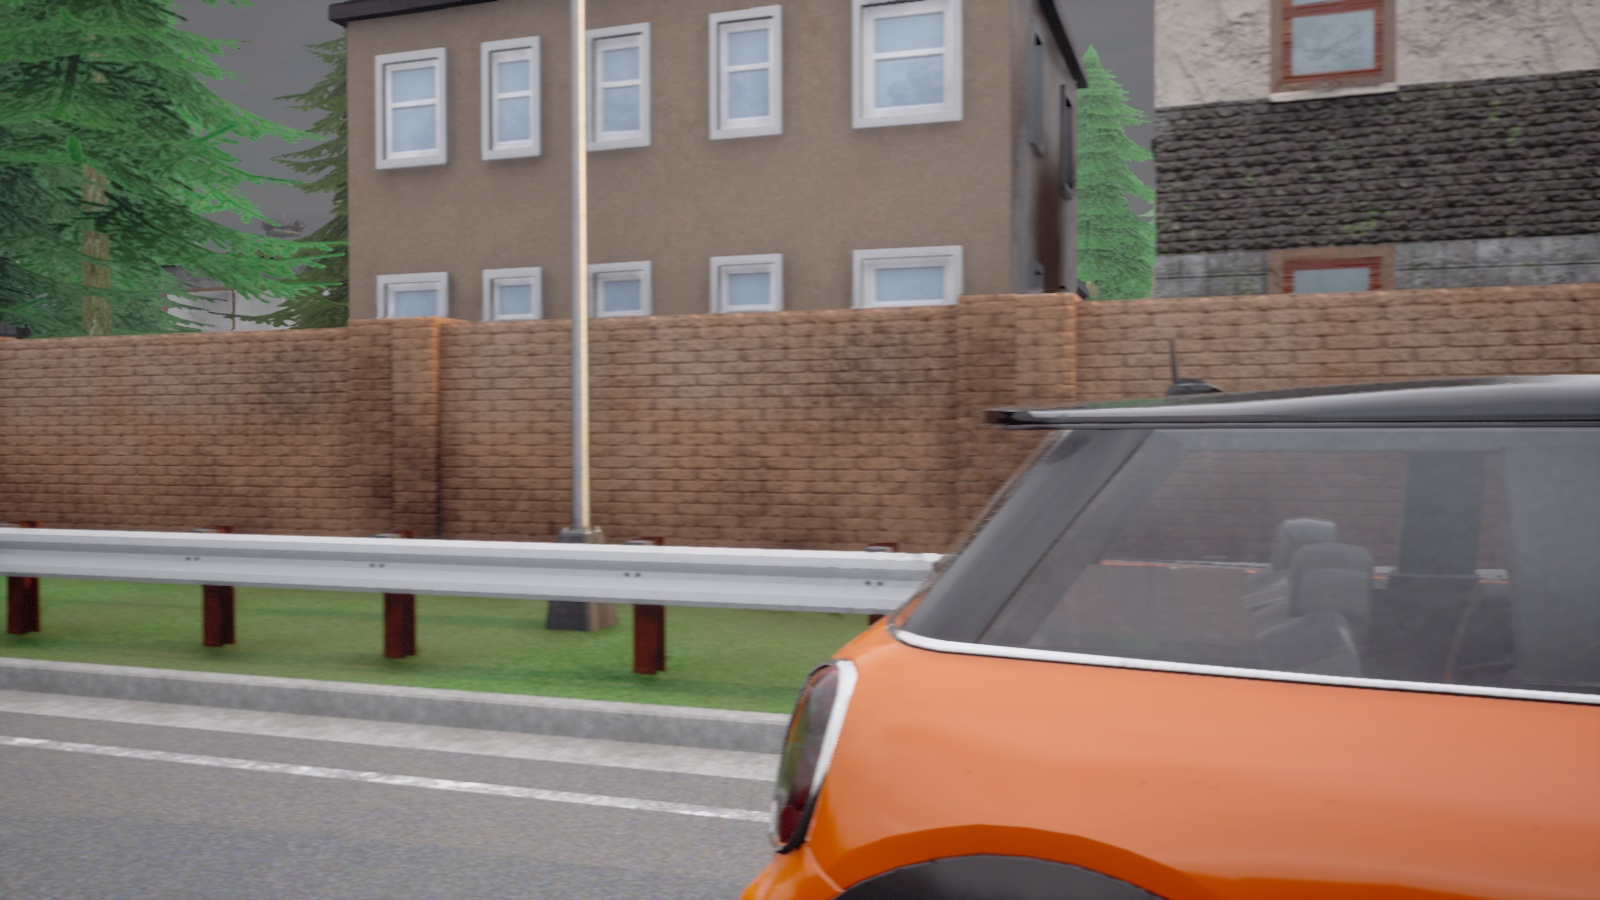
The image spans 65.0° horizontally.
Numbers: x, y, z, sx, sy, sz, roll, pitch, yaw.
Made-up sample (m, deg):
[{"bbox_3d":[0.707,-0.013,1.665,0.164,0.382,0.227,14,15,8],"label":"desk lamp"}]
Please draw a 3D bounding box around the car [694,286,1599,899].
[{"bbox_3d":[2.311,0.655,2.413,4.553,1.767,2.097,1,1,19],"label":"car"}]
